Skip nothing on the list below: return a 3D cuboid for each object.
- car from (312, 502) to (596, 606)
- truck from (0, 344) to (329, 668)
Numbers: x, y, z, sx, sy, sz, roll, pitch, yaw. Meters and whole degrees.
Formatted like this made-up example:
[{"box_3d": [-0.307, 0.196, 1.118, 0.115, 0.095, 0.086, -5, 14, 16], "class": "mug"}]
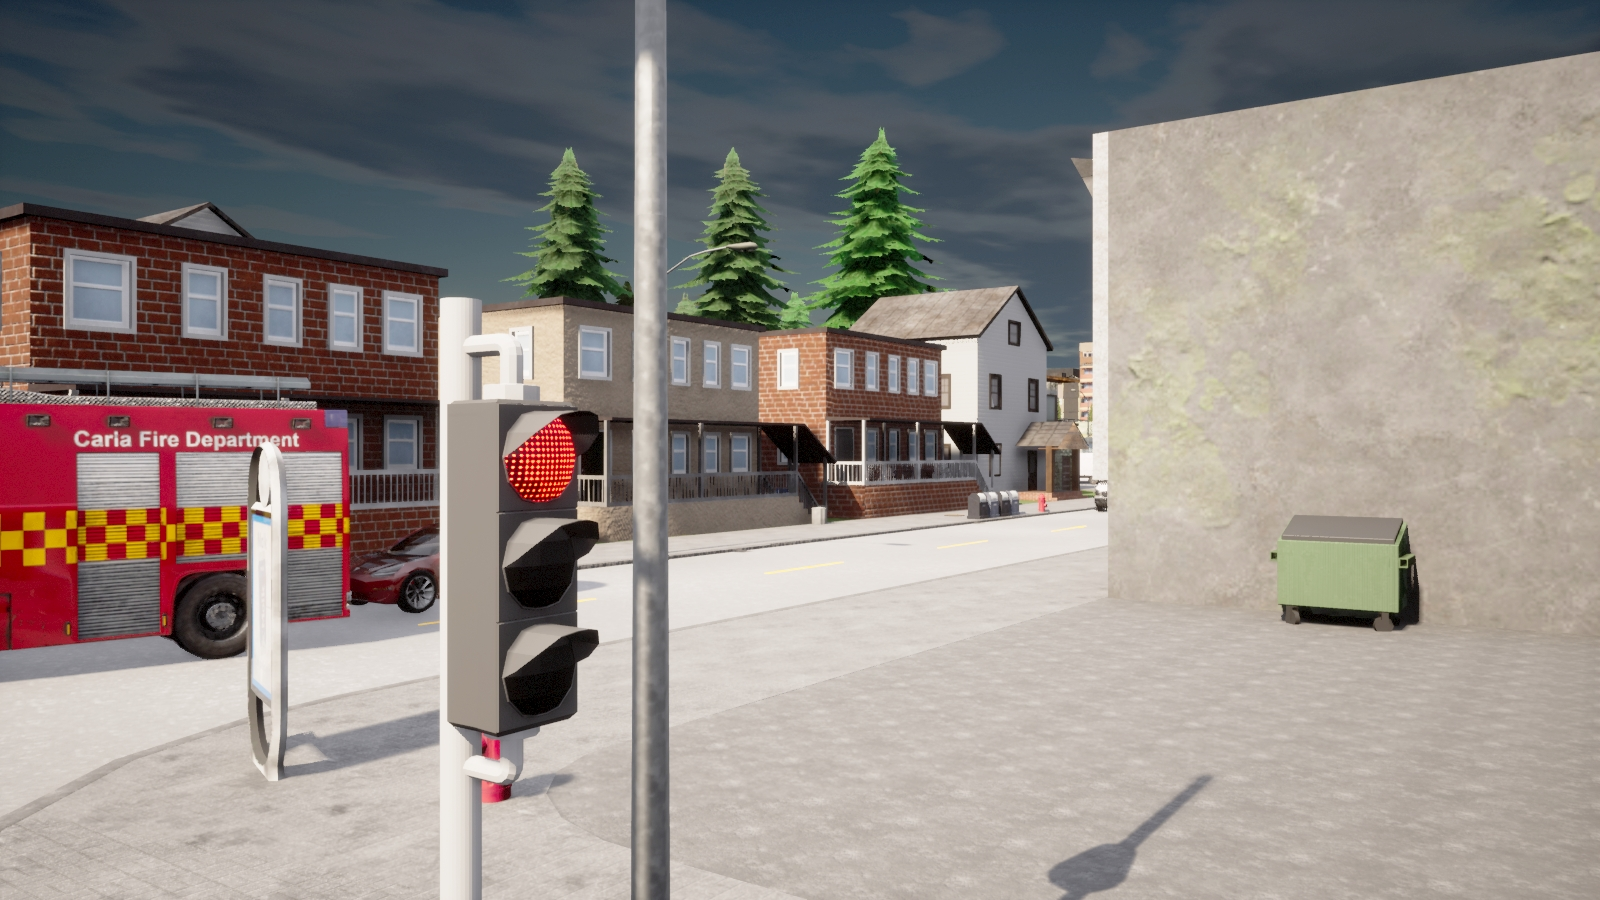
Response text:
[{"box_3d": [-6.334, 1.835, 21.446, 2.163, 1.488, 4.792, 0, 0, 35], "class": "car"}, {"box_3d": [-10.742, 0.661, 14.290, 8.468, 3.827, 2.891, 0, 0, -41], "class": "truck"}]
